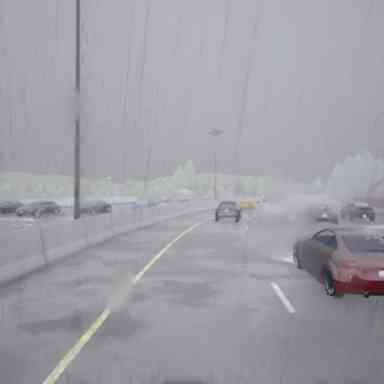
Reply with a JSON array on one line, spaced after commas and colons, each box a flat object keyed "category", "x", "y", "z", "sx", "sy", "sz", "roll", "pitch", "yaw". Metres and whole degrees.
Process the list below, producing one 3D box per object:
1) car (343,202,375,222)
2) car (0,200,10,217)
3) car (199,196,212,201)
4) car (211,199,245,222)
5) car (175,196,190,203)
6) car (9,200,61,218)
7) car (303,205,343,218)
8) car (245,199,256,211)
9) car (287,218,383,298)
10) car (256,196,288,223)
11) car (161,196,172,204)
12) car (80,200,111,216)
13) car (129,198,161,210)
[{"category": "car", "x": 13.940, "y": 1.632, "z": 28.206, "sx": 1.837, "sy": 1.490, "sz": 4.892, "roll": 0, "pitch": 0, "yaw": 13}, {"category": "car", "x": -17.760, "y": 1.520, "z": 31.373, "sx": 2.128, "sy": 1.511, "sz": 4.902, "roll": 0, "pitch": 0, "yaw": 12}, {"category": "car", "x": 3.024, "y": 1.551, "z": 73.429, "sx": 1.812, "sy": 1.442, "sz": 4.674, "roll": 0, "pitch": 0, "yaw": 20}, {"category": "car", "x": 3.080, "y": 1.518, "z": 27.583, "sx": 2.033, "sy": 1.649, "sz": 4.856, "roll": 0, "pitch": 0, "yaw": 11}, {"category": "car", "x": -1.931, "y": 1.669, "z": 70.051, "sx": 1.812, "sy": 1.442, "sz": 4.674, "roll": 0, "pitch": 0, "yaw": 20}, {"category": "car", "x": -14.255, "y": 1.544, "z": 31.080, "sx": 1.837, "sy": 1.490, "sz": 4.892, "roll": 0, "pitch": 0, "yaw": 12}, {"category": "car", "x": 9.817, "y": 1.670, "z": 25.581, "sx": 1.994, "sy": 1.385, "sz": 4.181, "roll": 0, "pitch": 0, "yaw": 11}, {"category": "car", "x": 7.496, "y": 1.628, "z": 44.187, "sx": 1.882, "sy": 1.535, "sz": 5.008, "roll": 0, "pitch": 0, "yaw": 19}, {"category": "car", "x": 4.015, "y": 1.602, "z": 8.605, "sx": 1.994, "sy": 1.385, "sz": 4.181, "roll": 0, "pitch": 0, "yaw": 4}, {"category": "car", "x": 6.474, "y": 1.320, "z": 26.898, "sx": 2.150, "sy": 2.045, "sz": 5.566, "roll": 0, "pitch": 0, "yaw": 12}, {"category": "car", "x": -5.689, "y": 1.660, "z": 69.958, "sx": 1.812, "sy": 1.442, "sz": 4.674, "roll": 0, "pitch": 0, "yaw": 20}, {"category": "car", "x": -10.048, "y": 1.539, "z": 33.963, "sx": 1.882, "sy": 1.535, "sz": 5.008, "roll": 0, "pitch": 0, "yaw": 13}, {"category": "car", "x": -5.479, "y": 1.614, "z": 37.898, "sx": 1.812, "sy": 1.442, "sz": 4.674, "roll": 0, "pitch": 0, "yaw": 15}]
